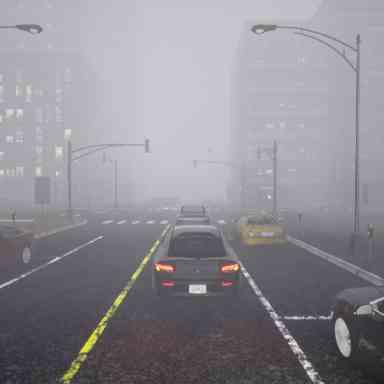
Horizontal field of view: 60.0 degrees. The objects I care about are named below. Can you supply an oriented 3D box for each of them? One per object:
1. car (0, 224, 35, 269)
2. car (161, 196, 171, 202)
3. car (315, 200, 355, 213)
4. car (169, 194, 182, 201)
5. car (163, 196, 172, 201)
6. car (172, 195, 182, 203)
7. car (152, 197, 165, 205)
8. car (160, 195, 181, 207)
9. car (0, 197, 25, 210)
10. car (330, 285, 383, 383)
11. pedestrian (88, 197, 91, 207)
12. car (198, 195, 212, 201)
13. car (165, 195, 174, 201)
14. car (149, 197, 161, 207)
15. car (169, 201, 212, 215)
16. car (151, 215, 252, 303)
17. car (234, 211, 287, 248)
[{"bbox_3d":[-5.848,1.542,8.774,1.887,1.381,4.507,-1,0,0],"label":"car"},{"bbox_3d":[-5.844,1.531,74.934,1.887,1.381,4.507,-1,0,0],"label":"car"},{"bbox_3d":[16.243,1.623,37.536,4.403,1.369,2.008,0,0,1],"label":"car"},{"bbox_3d":[-3.186,1.480,60.335,2.128,1.511,4.902,0,0,0],"label":"car"},{"bbox_3d":[-5.855,1.568,80.588,1.802,1.307,4.206,-1,0,0],"label":"car"},{"bbox_3d":[-3.133,1.487,70.531,1.837,1.490,4.892,0,0,0],"label":"car"},{"bbox_3d":[-5.812,1.554,57.970,1.947,1.339,4.313,-1,0,0],"label":"car"},{"bbox_3d":[-3.187,1.537,50.383,2.033,1.411,5.357,0,0,0],"label":"car"},{"bbox_3d":[-21.733,1.275,37.962,4.829,1.417,1.752,0,0,1],"label":"car"},{"bbox_3d":[2.802,1.550,3.088,2.008,1.369,4.403,-1,0,0],"label":"car"},{"bbox_3d":[-12.626,1.200,40.825,0.375,1.300,0.375,0,0,1],"label":"pedestrian"},{"bbox_3d":[2.568,1.539,57.986,2.008,1.369,4.403,-1,0,0],"label":"car"},{"bbox_3d":[-5.866,1.530,86.243,1.887,1.381,4.507,-1,0,0],"label":"car"},{"bbox_3d":[-5.801,1.514,52.146,1.752,1.417,4.829,-1,0,0],"label":"car"},{"bbox_3d":[0.056,1.487,18.170,2.128,1.511,4.902,0,0,0],"label":"car"},{"bbox_3d":[0.084,1.523,8.096,1.812,1.442,4.674,0,0,0],"label":"car"},{"bbox_3d":[2.780,1.521,14.547,1.752,1.417,4.829,-1,0,0],"label":"car"}]
